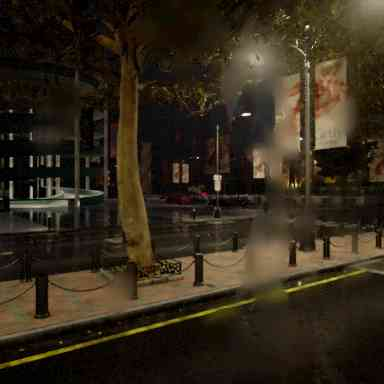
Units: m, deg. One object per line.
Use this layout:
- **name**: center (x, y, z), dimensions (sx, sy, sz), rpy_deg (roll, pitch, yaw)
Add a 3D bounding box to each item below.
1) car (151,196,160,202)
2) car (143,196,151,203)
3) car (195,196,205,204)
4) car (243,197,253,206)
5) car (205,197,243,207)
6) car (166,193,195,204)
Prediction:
- **car**: center (-9.115, 1.512, 72.419), dimensions (4.674, 1.442, 1.812), rpy_deg (0, 0, 37)
- **car**: center (-11.627, 1.466, 69.904), dimensions (5.008, 1.535, 1.882), rpy_deg (0, 0, 34)
- **car**: center (0.612, 1.534, 62.457), dimensions (2.033, 1.411, 5.357), rpy_deg (0, 0, -36)
- **car**: center (7.516, 1.478, 52.769), dimensions (2.128, 1.511, 4.902), rpy_deg (0, 0, -35)
- **car**: center (4.758, 1.535, 50.625), dimensions (2.033, 1.411, 5.357), rpy_deg (0, 0, -35)
- **car**: center (-2.496, 1.210, 60.755), dimensions (2.150, 2.045, 5.566), rpy_deg (0, 0, -38)
